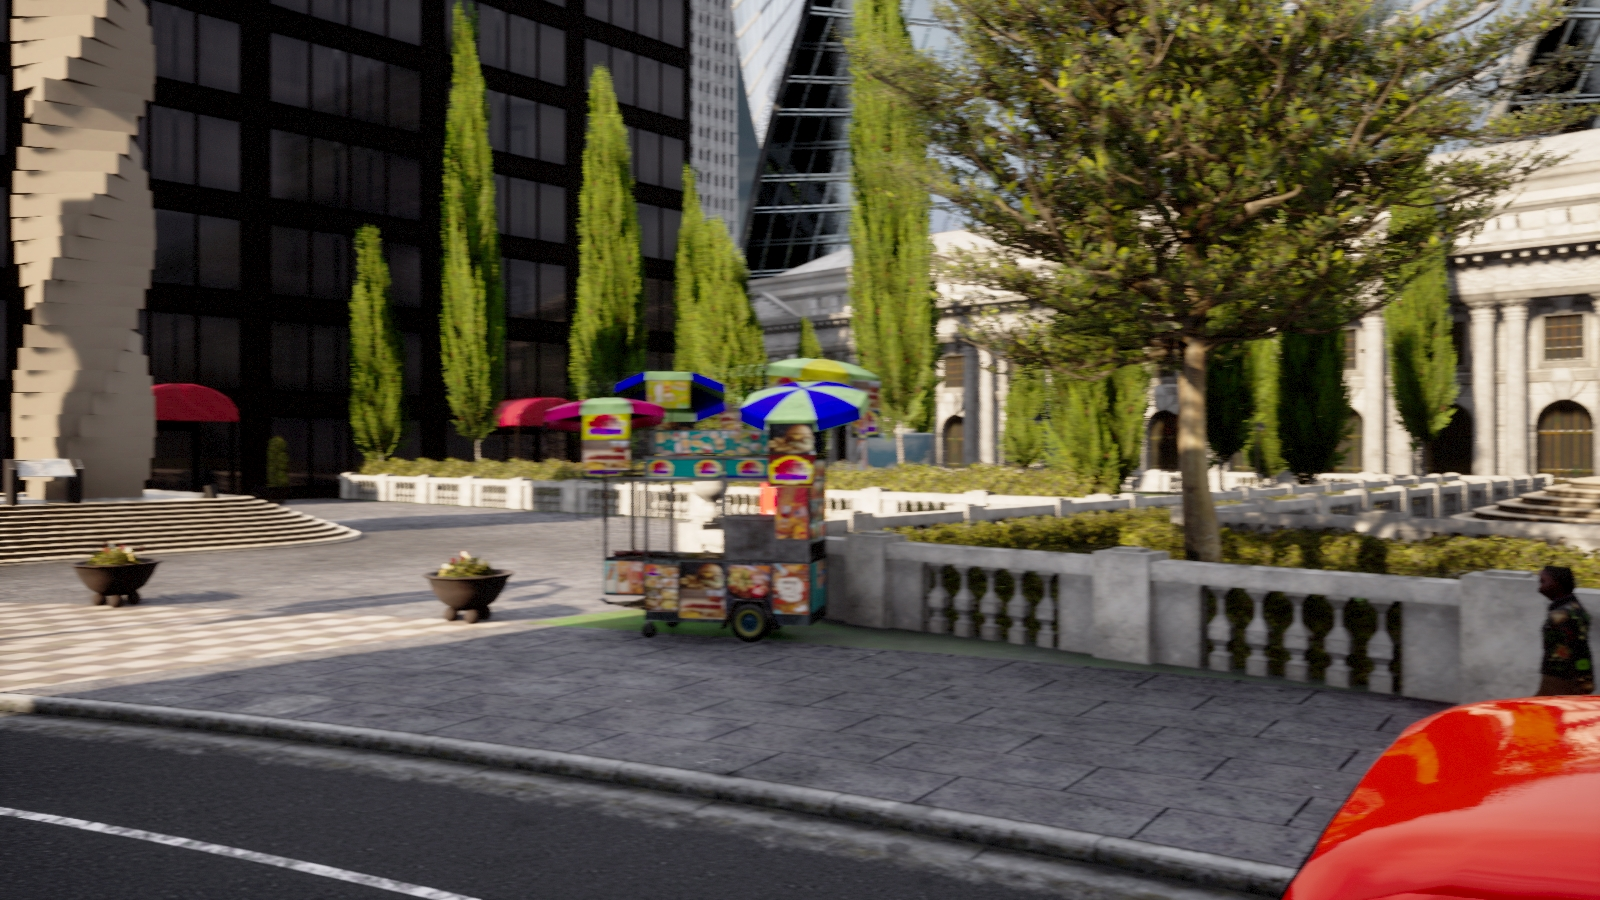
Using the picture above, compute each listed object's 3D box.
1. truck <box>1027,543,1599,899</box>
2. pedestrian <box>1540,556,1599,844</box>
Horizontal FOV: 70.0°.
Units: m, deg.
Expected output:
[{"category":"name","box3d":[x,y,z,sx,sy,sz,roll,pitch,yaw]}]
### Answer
[{"category":"truck","box3d":[3.265,1.563,1.487,5.204,2.467,2.627,0,0,36]},{"category":"pedestrian","box3d":[5.317,1.682,7.817,0.375,1.860,0.375,0,0,42]}]
